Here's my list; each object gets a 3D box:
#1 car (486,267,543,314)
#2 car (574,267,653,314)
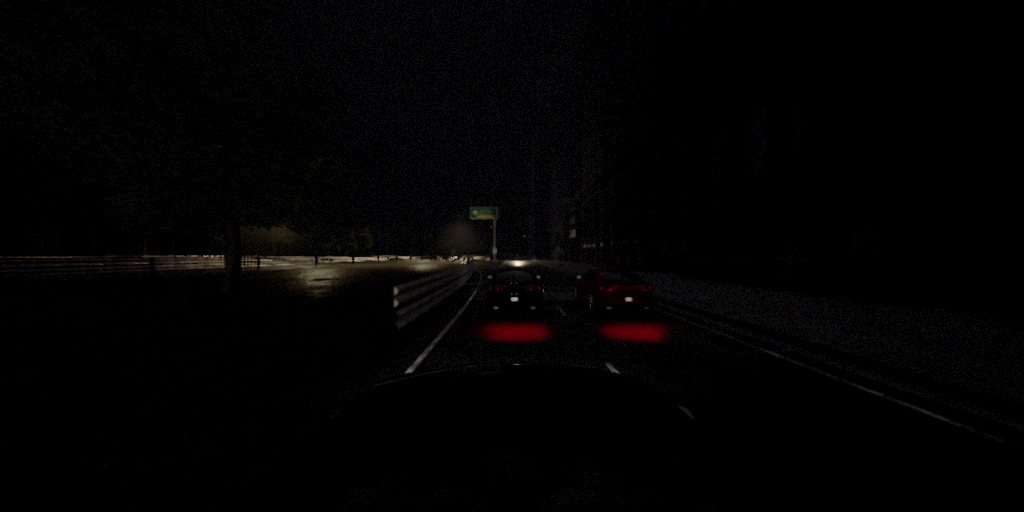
[{"bbox_3d":[0.084,1.159,13.481,1.882,1.535,5.008,0,0,0],"label":"car"},{"bbox_3d":[3.583,1.159,13.455,1.882,1.535,5.008,0,0,0],"label":"car"}]
